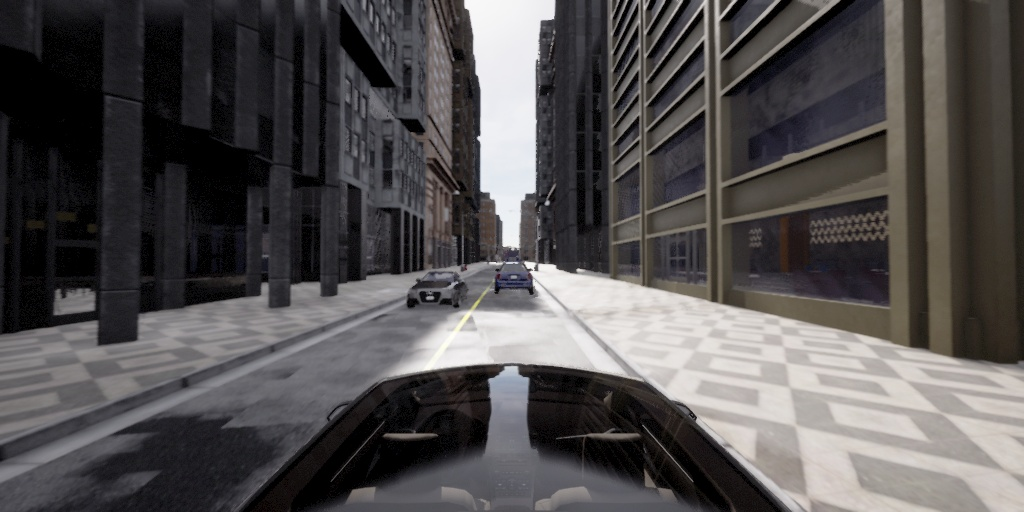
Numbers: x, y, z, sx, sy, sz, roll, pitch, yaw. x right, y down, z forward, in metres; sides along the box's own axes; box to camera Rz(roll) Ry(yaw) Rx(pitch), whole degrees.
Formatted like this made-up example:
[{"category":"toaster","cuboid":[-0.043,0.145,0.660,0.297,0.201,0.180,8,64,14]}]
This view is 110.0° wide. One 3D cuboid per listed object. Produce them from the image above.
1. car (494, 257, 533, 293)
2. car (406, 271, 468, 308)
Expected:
[{"category":"car","cuboid":[0.104,1.134,20.939,2.097,1.767,4.553,0,0,0]},{"category":"car","cuboid":[-2.998,1.349,15.098,1.994,1.385,4.181,0,0,0]}]
